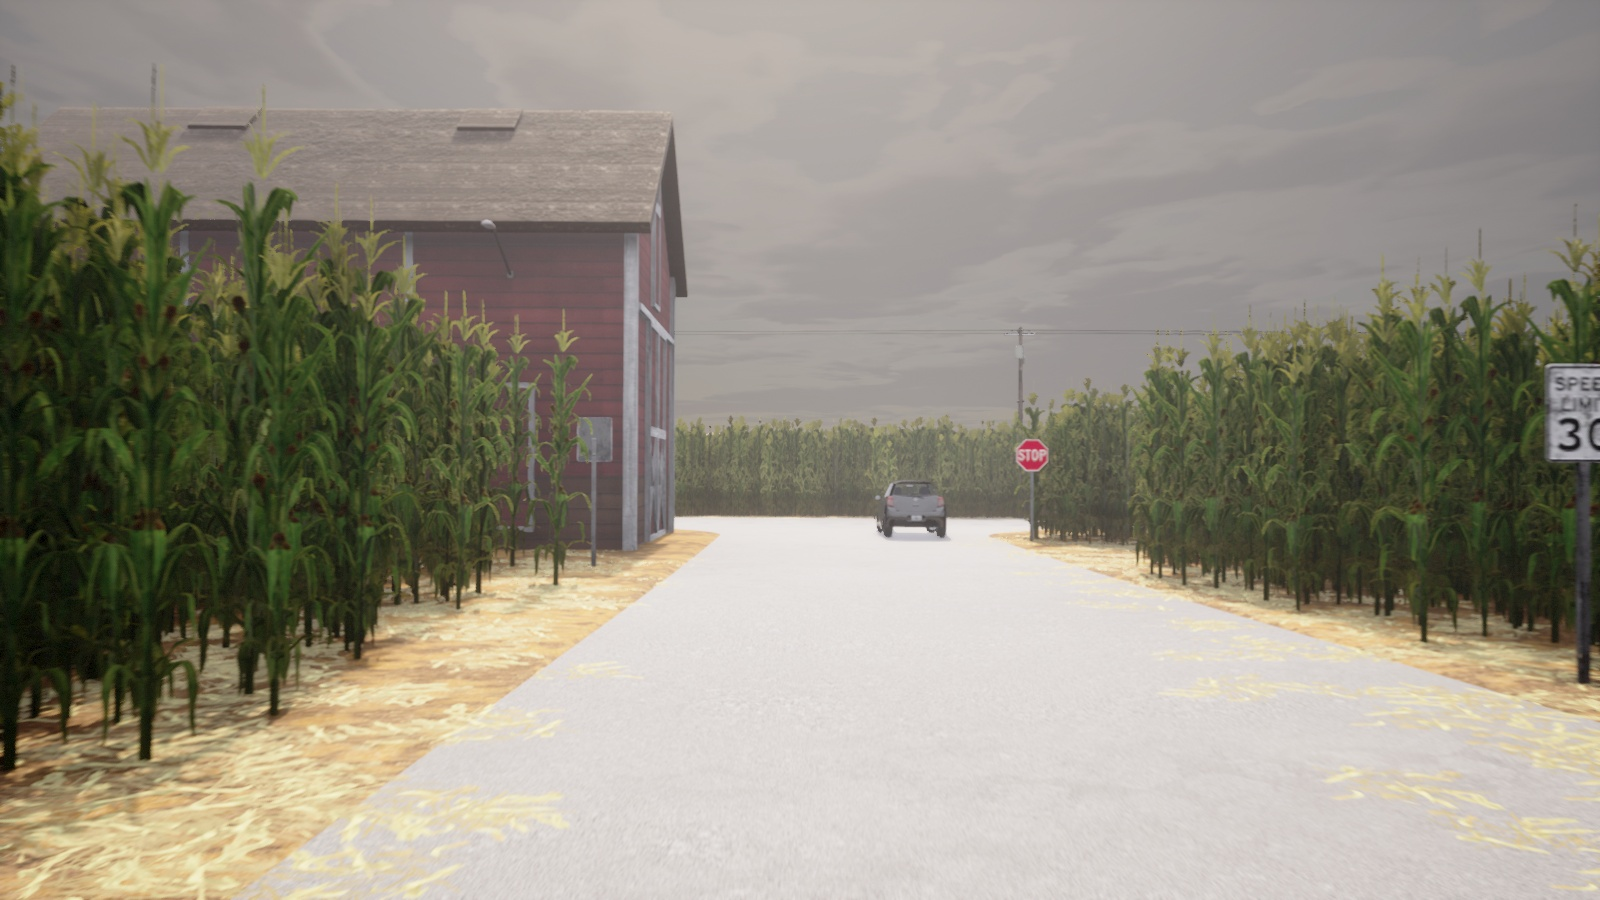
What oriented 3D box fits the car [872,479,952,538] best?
[{"bbox_3d":[3.013,1.569,34.500,1.845,1.501,3.633,0,-1,0],"label":"car"}]
